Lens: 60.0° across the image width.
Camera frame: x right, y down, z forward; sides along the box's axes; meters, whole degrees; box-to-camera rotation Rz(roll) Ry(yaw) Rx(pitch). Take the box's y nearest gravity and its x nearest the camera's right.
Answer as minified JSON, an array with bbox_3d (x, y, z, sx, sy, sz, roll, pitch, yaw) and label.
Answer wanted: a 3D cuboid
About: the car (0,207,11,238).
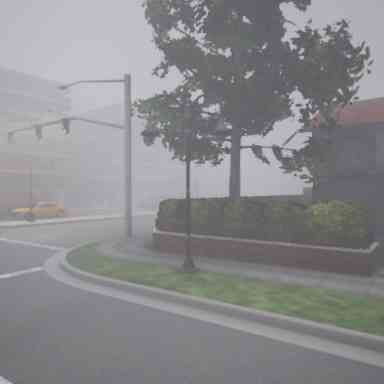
[{"bbox_3d":[-10.858,1.606,14.113,1.882,1.535,5.008,0,0,36],"label":"car"}]

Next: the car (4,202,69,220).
[{"bbox_3d":[-13.660,1.677,30.022,1.882,1.535,5.008,0,0,36],"label":"car"}]

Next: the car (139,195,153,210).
[{"bbox_3d":[-5.134,1.443,47.750,2.150,2.045,5.566,-1,0,36],"label":"car"}]

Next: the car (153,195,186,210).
[{"bbox_3d":[-2.303,1.419,45.693,2.150,2.045,5.566,-1,0,36],"label":"car"}]
